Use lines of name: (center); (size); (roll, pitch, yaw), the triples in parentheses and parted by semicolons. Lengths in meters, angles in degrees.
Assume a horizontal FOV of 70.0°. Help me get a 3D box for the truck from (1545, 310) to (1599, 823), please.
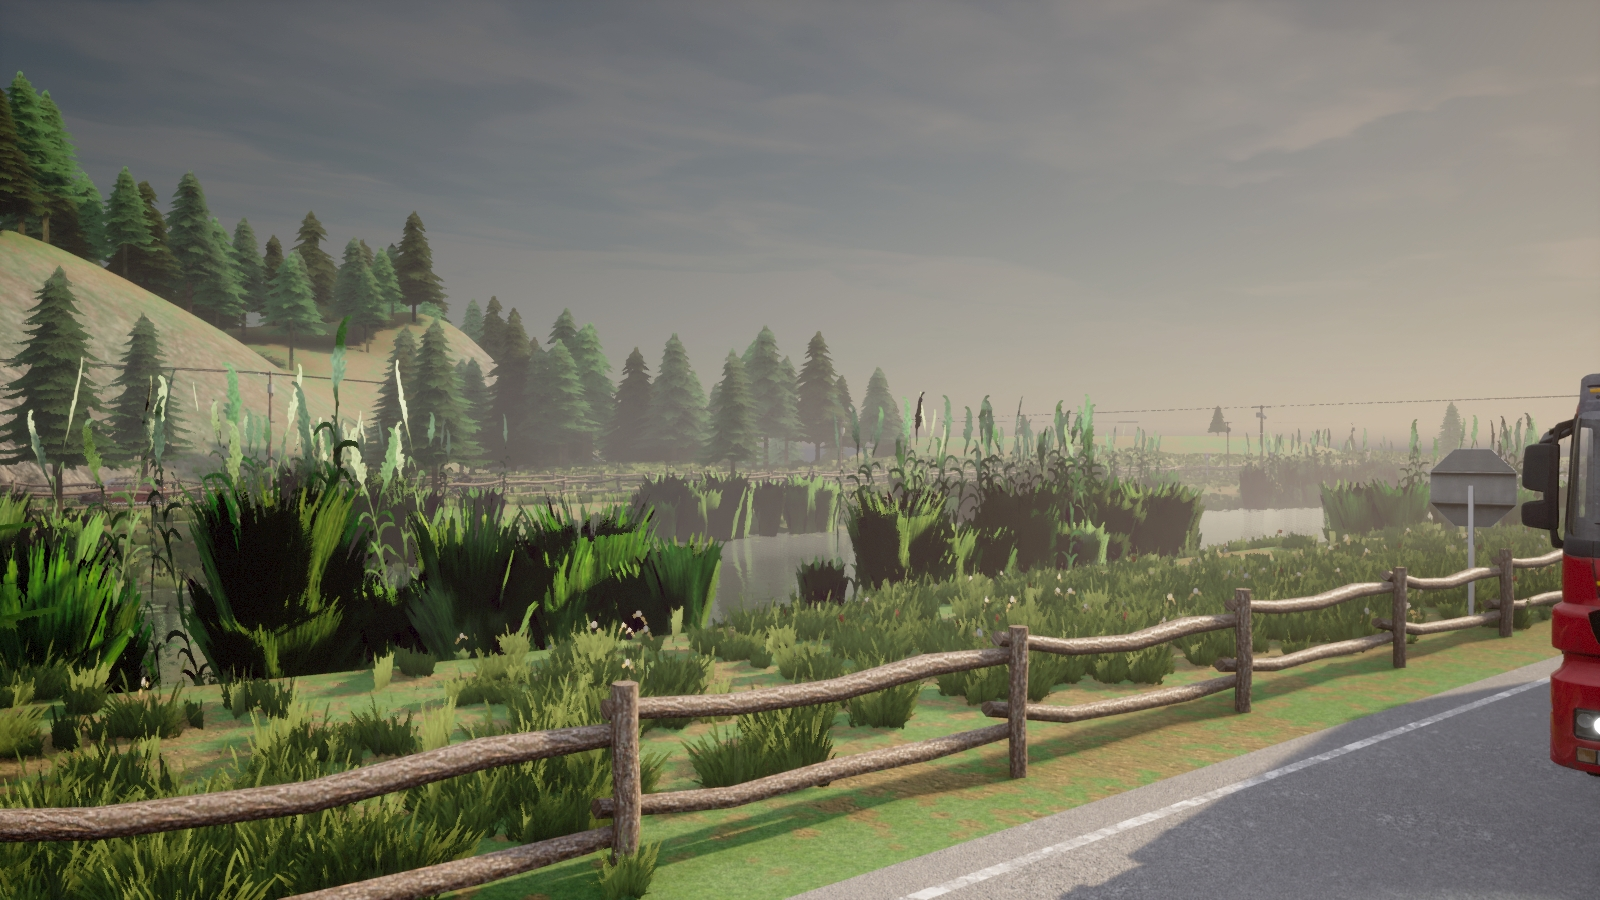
truck: (9.577, 0.862, 10.973); (2.891, 3.827, 8.468); (0, 0, 41)

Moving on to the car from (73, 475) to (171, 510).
car: (-32.730, 2.026, 55.230); (1.789, 1.549, 3.705); (0, 0, 42)
